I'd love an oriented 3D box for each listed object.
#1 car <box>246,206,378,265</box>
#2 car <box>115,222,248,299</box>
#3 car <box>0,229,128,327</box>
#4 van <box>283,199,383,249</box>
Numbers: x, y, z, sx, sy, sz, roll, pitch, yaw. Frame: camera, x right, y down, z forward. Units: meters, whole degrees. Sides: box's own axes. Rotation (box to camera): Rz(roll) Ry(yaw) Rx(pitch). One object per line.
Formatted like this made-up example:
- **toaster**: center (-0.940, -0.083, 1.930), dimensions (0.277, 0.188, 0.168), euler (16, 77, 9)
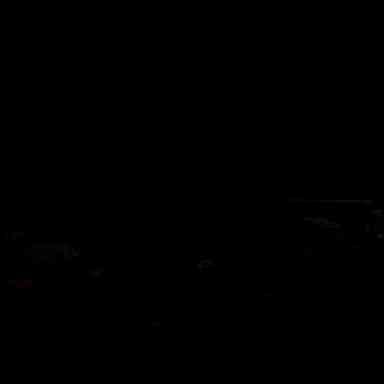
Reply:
- **car**: center (3.466, 1.488, 11.910), dimensions (2.097, 1.535, 5.008), euler (0, 0, -35)
- **car**: center (-1.075, 1.513, 8.716), dimensions (2.163, 1.488, 4.792), euler (0, 0, -36)
- **car**: center (-3.317, 1.521, 7.077), dimensions (2.002, 1.452, 4.674), euler (0, 0, -35)
- **van**: center (5.791, 1.265, 13.431), dimensions (1.878, 1.987, 4.442), euler (0, 0, -35)
